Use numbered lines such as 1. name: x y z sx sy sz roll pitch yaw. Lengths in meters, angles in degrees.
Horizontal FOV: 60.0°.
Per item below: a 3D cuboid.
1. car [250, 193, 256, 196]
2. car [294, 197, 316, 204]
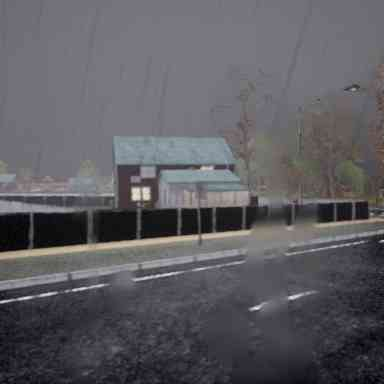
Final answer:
1. car: 11.804 0.999 68.983 2.097 1.767 4.553 -1 1 -15
2. car: 15.501 1.379 44.089 1.882 1.535 5.008 -1 1 -15
